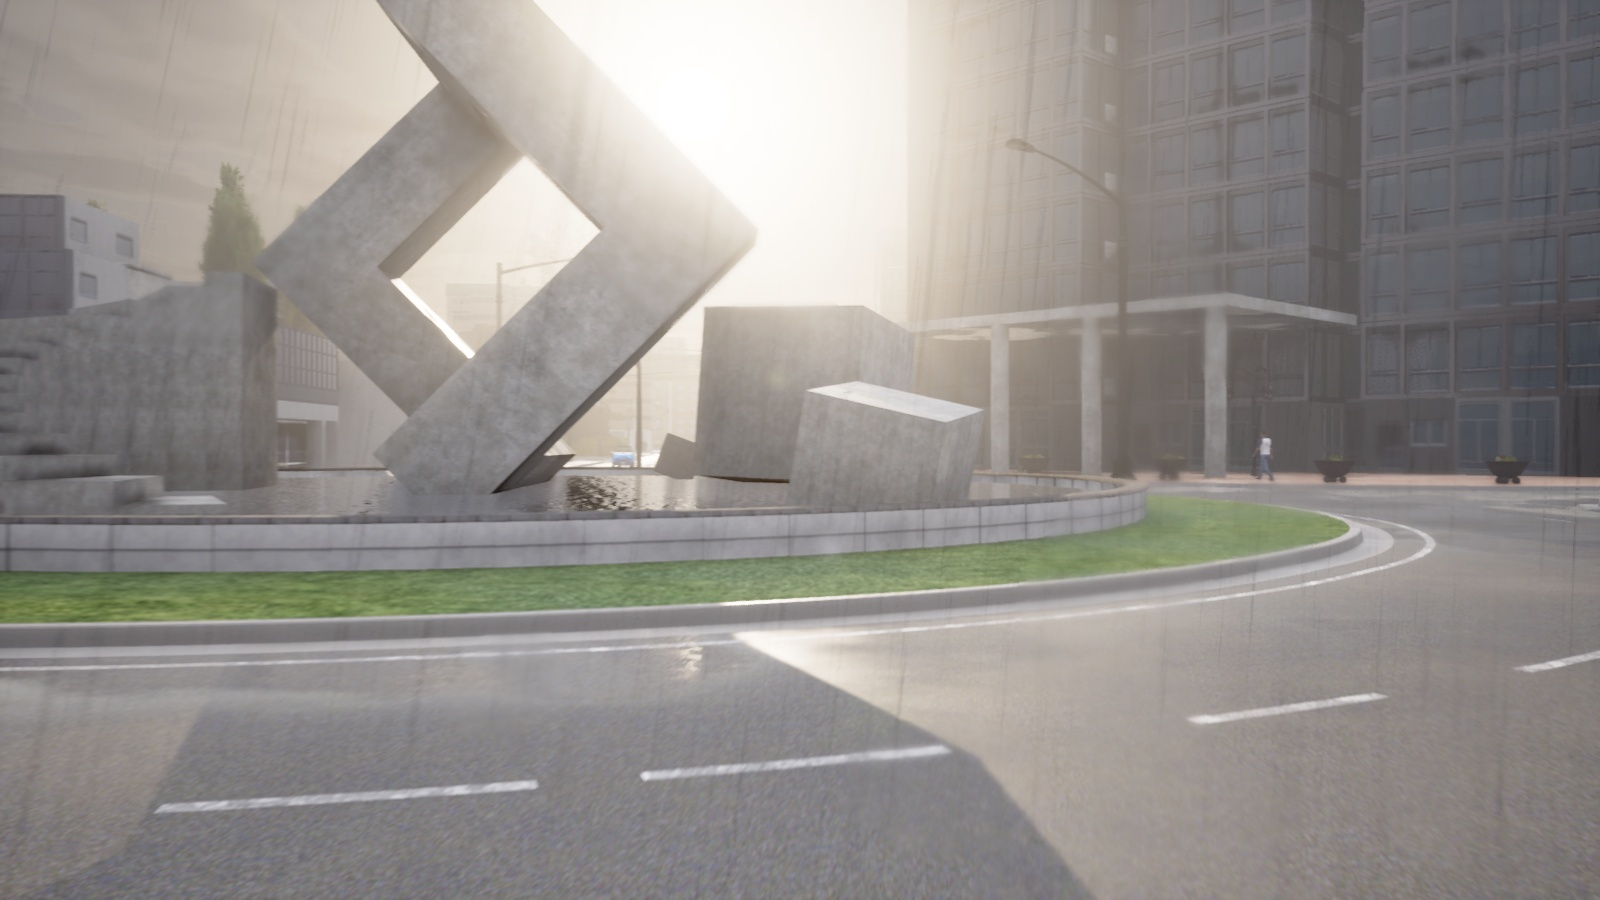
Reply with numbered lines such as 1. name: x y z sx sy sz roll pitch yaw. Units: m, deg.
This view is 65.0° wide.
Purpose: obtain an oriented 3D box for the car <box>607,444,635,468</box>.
1. car: -10.679 0.352 75.098 1.481 1.376 2.207 0 0 -4

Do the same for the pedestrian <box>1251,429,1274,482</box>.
1. pedestrian: 16.145 0.189 43.829 0.354 1.836 0.706 0 0 -23
